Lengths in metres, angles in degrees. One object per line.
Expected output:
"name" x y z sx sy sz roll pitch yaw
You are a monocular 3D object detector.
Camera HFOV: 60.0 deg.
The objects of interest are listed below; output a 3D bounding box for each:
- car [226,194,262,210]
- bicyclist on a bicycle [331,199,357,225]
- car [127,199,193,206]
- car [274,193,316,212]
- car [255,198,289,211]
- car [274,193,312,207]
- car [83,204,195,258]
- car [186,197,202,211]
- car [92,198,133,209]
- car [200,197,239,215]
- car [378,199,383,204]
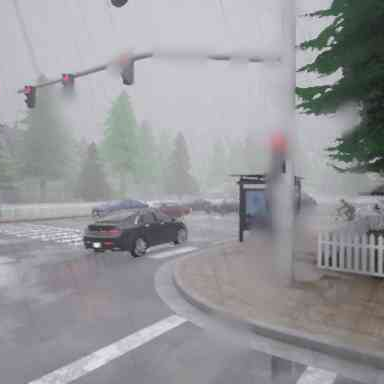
"car" 6.529 1.205 41.663 4.553 1.767 2.097 0 0 -44
"bicyclist on a bicycle" 9.506 1.257 20.676 1.656 1.620 0.582 0 0 35
"car" -2.245 1.437 24.769 1.895 1.301 4.718 1 0 35
"car" 11.801 1.138 37.028 2.150 2.045 5.566 0 0 44
"car" 9.620 1.451 39.860 4.181 1.385 1.994 0 0 -44
"car" 14.728 1.123 48.380 5.566 2.045 2.150 0 0 -32
"car" -1.889 1.390 12.518 1.837 1.490 4.892 -1 -1 26
"car" 0.046 1.301 33.867 1.882 1.535 5.008 1 0 37
"car" -5.561 1.279 26.115 1.882 1.535 5.008 1 0 35
"car" 3.117 1.458 32.207 1.895 1.301 4.718 1 0 36
"car" 25.726 1.513 42.045 4.902 1.511 2.128 1 0 -24
